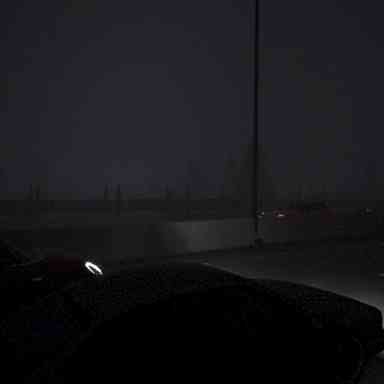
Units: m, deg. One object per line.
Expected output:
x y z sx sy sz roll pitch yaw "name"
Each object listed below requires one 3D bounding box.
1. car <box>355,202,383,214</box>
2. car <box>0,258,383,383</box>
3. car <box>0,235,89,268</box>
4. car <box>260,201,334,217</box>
18.115 1.609 31.431 5.357 1.411 2.033 0 0 -17 "car"
-0.104 1.538 3.548 5.357 1.411 2.033 0 0 -34 "car"
-3.653 1.329 5.264 4.553 1.767 2.097 0 0 -35 "car"
6.022 1.350 19.172 4.553 1.767 2.097 0 0 -25 "car"
